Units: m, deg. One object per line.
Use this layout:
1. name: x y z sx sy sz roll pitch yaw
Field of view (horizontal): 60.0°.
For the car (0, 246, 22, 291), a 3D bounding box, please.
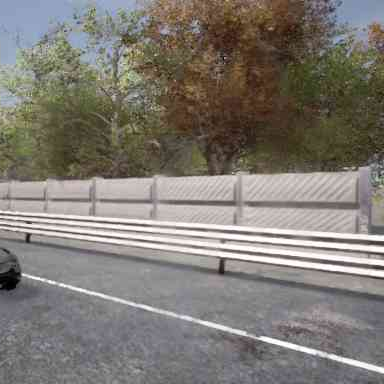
1. car: -5.945 1.587 7.937 4.181 1.385 1.994 0 0 35
